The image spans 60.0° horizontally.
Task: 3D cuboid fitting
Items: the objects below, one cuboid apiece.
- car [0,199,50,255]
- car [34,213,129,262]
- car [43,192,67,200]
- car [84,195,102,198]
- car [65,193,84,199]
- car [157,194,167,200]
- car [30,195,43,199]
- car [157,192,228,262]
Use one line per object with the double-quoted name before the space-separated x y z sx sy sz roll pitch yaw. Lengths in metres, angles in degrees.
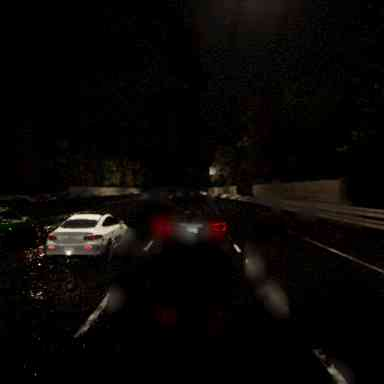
"car" -6.994 1.294 11.568 2.097 1.767 4.553 0 0 0
"car" -3.498 1.465 11.754 1.812 1.442 4.674 0 0 0
"car" -24.467 0.964 60.955 2.150 2.045 5.566 0 1 0
"car" -17.471 1.235 61.144 2.033 1.411 5.357 0 0 0
"car" -20.973 1.202 61.101 1.837 1.490 4.892 0 1 0
"car" -6.952 1.145 76.916 1.994 1.385 4.181 0 0 0
"car" -27.902 1.219 60.681 1.812 1.442 4.674 0 0 1
"car" 0.005 1.157 11.966 2.150 2.045 5.566 0 0 0
